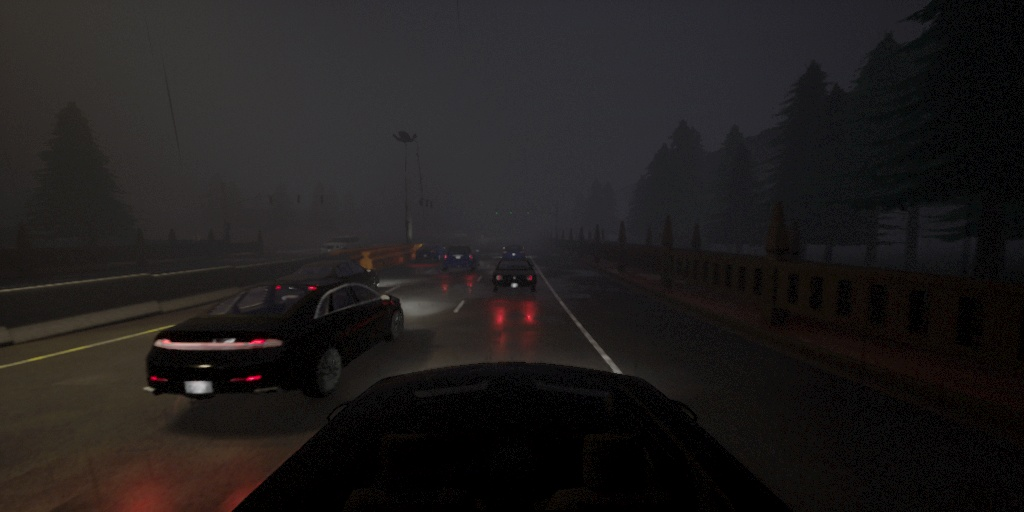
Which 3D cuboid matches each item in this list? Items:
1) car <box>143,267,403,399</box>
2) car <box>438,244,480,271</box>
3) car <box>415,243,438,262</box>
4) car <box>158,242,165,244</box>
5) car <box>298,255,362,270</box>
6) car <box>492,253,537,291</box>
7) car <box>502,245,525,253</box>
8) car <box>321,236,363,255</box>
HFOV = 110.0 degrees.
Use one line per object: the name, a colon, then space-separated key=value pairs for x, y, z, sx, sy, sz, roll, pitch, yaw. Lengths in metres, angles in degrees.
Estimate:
car: x=-3.401 y=1.143 z=6.313 sx=2.128 sy=1.511 sz=4.902 roll=0 pitch=2 yaw=0
car: x=-3.378 y=-0.041 z=24.634 sx=2.097 sy=1.767 sz=4.553 roll=0 pitch=4 yaw=0
car: x=-6.852 y=-0.345 z=30.782 sx=1.882 sy=1.535 sz=5.008 roll=0 pitch=4 yaw=0
car: x=-45.440 y=-1.395 z=46.428 sx=4.674 sy=1.442 sz=1.812 roll=0 pitch=4 yaw=1
car: x=-6.905 y=0.879 z=13.911 sx=2.033 sy=1.411 sz=5.357 roll=0 pitch=3 yaw=0
car: x=0.099 y=0.758 z=16.729 sx=1.895 sy=1.301 sz=4.718 roll=0 pitch=4 yaw=0
car: x=0.152 y=-0.308 z=31.507 sx=1.994 sy=1.385 sz=4.181 roll=0 pitch=4 yaw=0
car: x=-17.424 y=-1.054 z=37.064 sx=2.150 sy=2.045 sz=5.566 roll=0 pitch=4 yaw=0
